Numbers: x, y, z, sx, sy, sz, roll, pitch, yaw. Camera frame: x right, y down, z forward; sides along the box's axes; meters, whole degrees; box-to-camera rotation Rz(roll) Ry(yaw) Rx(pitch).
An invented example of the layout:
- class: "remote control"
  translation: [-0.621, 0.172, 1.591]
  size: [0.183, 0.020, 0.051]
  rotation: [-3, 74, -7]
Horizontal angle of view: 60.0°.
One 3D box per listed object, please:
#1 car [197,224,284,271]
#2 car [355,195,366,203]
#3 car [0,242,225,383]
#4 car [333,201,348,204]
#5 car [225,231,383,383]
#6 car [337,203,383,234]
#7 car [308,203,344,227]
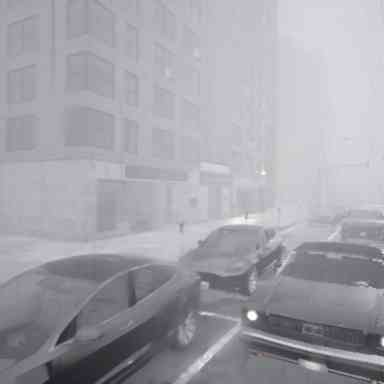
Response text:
- class: "car"
  translation: [1.273, 1.571, 8.838]
  size: [1.947, 1.339, 4.313]
  rotation: [1, 0, 29]
- class: "car"
  translation: [40.929, 1.862, 81.354]
  size: [1.967, 1.590, 4.097]
  rotation: [1, 0, 28]
- class: "car"
  translation: [-1.409, 1.545, 4.008]
  size: [1.947, 1.339, 4.313]
  rotation: [1, 0, 29]
- class: "car"
  translation: [12.001, 1.673, 28.160]
  size: [1.947, 1.339, 4.313]
  rotation: [1, 0, 29]
- class: "car"
  translation: [2.405, 1.620, 5.606]
  size: [1.895, 1.301, 4.718]
  rotation: [1, 0, 29]
- class: "car"
  translation: [8.645, 1.556, 16.614]
  size: [1.882, 1.535, 5.008]
  rotation: [1, 0, 29]
- class: "car"
  translation: [9.319, 1.664, 23.330]
  size: [1.802, 1.307, 4.206]
  rotation: [1, 0, 29]
